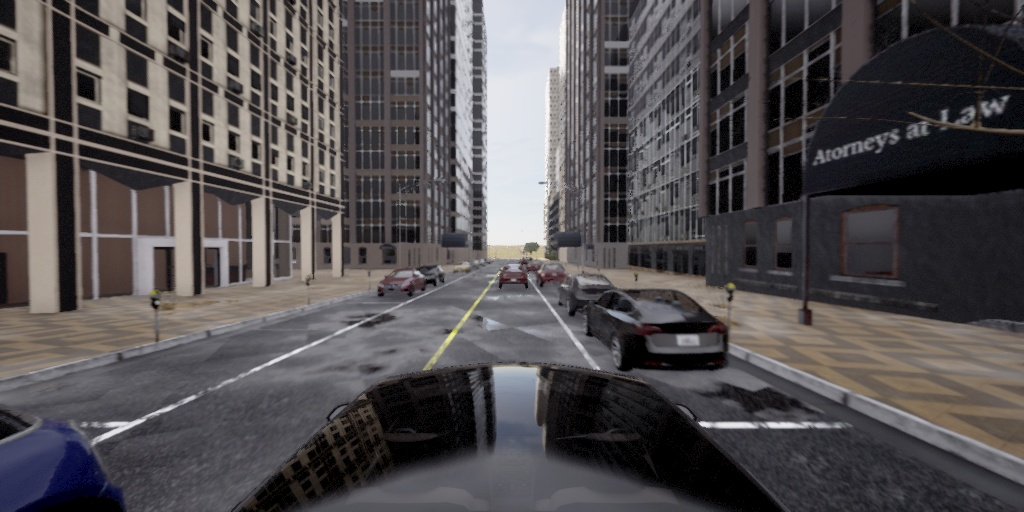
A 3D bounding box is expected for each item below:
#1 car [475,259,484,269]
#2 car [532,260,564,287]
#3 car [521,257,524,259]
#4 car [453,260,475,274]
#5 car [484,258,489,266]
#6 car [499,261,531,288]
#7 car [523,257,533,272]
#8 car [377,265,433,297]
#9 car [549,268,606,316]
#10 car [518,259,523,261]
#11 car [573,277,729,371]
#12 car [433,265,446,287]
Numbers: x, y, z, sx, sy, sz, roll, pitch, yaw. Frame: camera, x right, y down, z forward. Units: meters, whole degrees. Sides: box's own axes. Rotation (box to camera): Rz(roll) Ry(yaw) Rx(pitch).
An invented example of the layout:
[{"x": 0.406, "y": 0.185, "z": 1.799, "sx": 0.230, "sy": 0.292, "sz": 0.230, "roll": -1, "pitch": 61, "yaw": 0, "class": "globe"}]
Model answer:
[{"x": -5.702, "y": 1.264, "z": 52.978, "sx": 2.007, "sy": 1.370, "sz": 4.403, "roll": 0, "pitch": 0, "yaw": 0, "class": "car"}, {"x": 2.686, "y": 1.182, "z": 24.549, "sx": 1.967, "sy": 1.591, "sz": 4.097, "roll": 0, "pitch": 0, "yaw": 0, "class": "car"}, {"x": 2.678, "y": 1.014, "z": 64.271, "sx": 2.192, "sy": 1.841, "sz": 5.009, "roll": 0, "pitch": 0, "yaw": 0, "class": "car"}, {"x": -5.683, "y": 1.251, "z": 41.460, "sx": 1.751, "sy": 1.417, "sz": 4.829, "roll": 0, "pitch": 0, "yaw": 0, "class": "car"}, {"x": -5.703, "y": 1.249, "z": 64.326, "sx": 2.007, "sy": 1.370, "sz": 4.403, "roll": 0, "pitch": 0, "yaw": 0, "class": "car"}, {"x": 0.096, "y": 1.268, "z": 23.691, "sx": 1.812, "sy": 1.442, "sz": 4.674, "roll": 0, "pitch": 0, "yaw": 0, "class": "car"}, {"x": 2.683, "y": 1.166, "z": 41.573, "sx": 1.967, "sy": 1.591, "sz": 4.097, "roll": 0, "pitch": 0, "yaw": 0, "class": "car"}, {"x": -5.660, "y": 1.327, "z": 18.934, "sx": 1.802, "sy": 1.307, "sz": 4.207, "roll": 0, "pitch": 0, "yaw": 0, "class": "car"}, {"x": 2.689, "y": 1.298, "z": 13.200, "sx": 2.007, "sy": 1.370, "sz": 4.403, "roll": 0, "pitch": 0, "yaw": 0, "class": "car"}, {"x": 0.091, "y": 1.324, "z": 44.242, "sx": 1.895, "sy": 1.301, "sz": 4.718, "roll": 0, "pitch": 0, "yaw": 0, "class": "car"}, {"x": 2.690, "y": 1.315, "z": 7.526, "sx": 1.948, "sy": 1.339, "sz": 4.313, "roll": 0, "pitch": 0, "yaw": 0, "class": "car"}, {"x": -5.662, "y": 1.308, "z": 24.607, "sx": 1.948, "sy": 1.339, "sz": 4.313, "roll": 0, "pitch": 0, "yaw": 0, "class": "car"}]
